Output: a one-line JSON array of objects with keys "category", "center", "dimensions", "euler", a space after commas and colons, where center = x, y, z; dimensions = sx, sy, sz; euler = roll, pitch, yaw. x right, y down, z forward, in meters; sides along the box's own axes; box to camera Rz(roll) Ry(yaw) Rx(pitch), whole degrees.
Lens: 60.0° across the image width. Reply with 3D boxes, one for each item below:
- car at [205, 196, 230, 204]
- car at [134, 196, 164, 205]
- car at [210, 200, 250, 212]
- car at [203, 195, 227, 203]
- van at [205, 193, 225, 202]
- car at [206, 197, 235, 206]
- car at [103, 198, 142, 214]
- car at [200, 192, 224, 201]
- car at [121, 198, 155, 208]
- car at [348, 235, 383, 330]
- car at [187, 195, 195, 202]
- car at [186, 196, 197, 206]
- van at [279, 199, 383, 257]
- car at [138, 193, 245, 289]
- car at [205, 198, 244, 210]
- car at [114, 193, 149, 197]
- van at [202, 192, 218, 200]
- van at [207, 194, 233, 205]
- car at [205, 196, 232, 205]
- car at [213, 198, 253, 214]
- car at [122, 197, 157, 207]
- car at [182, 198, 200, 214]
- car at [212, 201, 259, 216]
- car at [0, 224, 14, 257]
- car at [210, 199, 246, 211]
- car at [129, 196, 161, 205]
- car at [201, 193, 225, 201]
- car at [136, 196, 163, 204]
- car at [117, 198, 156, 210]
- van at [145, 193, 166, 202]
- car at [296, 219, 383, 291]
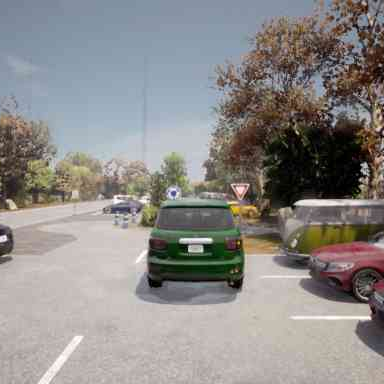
[{"category": "car", "center": [4.912, 1.523, 64.834], "dimensions": [4.792, 1.488, 2.163], "euler": [0, 0, 0]}, {"category": "car", "center": [-8.015, 1.515, 62.137], "dimensions": [5.366, 1.575, 1.946], "euler": [0, 1, 0]}, {"category": "car", "center": [4.820, 1.806, 42.682], "dimensions": [4.792, 1.488, 2.163], "euler": [0, 1, 0]}, {"category": "car", "center": [4.897, 1.457, 70.371], "dimensions": [5.008, 1.535, 2.097], "euler": [0, 0, 0]}, {"category": "van", "center": [5.012, 1.217, 73.139], "dimensions": [4.442, 1.987, 1.878], "euler": [0, 0, 0]}, {"category": "car", "center": [4.842, 1.616, 56.530], "dimensions": [4.792, 1.488, 2.163], "euler": [0, 1, 0]}, {"category": "car", "center": [-8.264, 1.843, 39.933], "dimensions": [4.792, 1.488, 2.163], "euler": [0, 1, 0]}, {"category": "car", "center": [4.881, 1.150, 81.449], "dimensions": [5.566, 2.045, 2.435], "euler": [0, 0, 0]}, {"category": "car", "center": [-8.211, 1.662, 51.036], "dimensions": [4.892, 1.521, 2.231], "euler": [0, 1, 0]}, {"category": "car", "center": [5.054, 1.509, 4.709], "dimensions": [4.674, 1.452, 2.002], "euler": [0, 0, 0]}, {"category": "car", "center": [-0.135, 1.437, 78.469], "dimensions": [1.837, 1.490, 4.892], "euler": [0, 0, 0]}, {"category": "car", "center": [-0.068, 1.560, 58.382], "dimensions": [1.882, 1.535, 5.008], "euler": [0, 1, 0]}, {"category": "van", "center": [4.937, 1.211, 10.166], "dimensions": [4.442, 1.987, 1.878], "euler": [-1, 0, 0]}, {"category": "car", "center": [0.091, 1.184, 9.233], "dimensions": [2.150, 2.045, 5.566], "euler": [0, 1, 0]}, {"category": "car", "center": [4.672, 1.697, 48.222], "dimensions": [5.366, 1.575, 1.946], "euler": [0, 1, 0]}, {"category": "car", "center": [-8.197, 1.486, 45.480], "dimensions": [5.566, 2.045, 2.435], "euler": [0, 1, 0]}, {"category": "van", "center": [5.042, 1.120, 92.656], "dimensions": [4.442, 1.987, 1.878], "euler": [0, 0, 0]}, {"category": "van", "center": [4.992, 1.324, 59.420], "dimensions": [4.442, 1.987, 1.878], "euler": [0, 1, 0]}, {"category": "car", "center": [4.908, 1.547, 62.194], "dimensions": [4.792, 1.488, 2.163], "euler": [0, 1, 0]}, {"category": "car", "center": [4.877, 1.687, 40.034], "dimensions": [4.553, 1.767, 2.185], "euler": [0, 1, 0]}, {"category": "car", "center": [-8.399, 1.620, 53.812], "dimensions": [5.366, 1.575, 1.946], "euler": [0, 1, 0]}, {"category": "car", "center": [-0.078, 1.664, 41.448], "dimensions": [2.097, 1.767, 4.553], "euler": [0, 1, 0]}, {"category": "car", "center": [4.836, 1.850, 37.265], "dimensions": [5.008, 1.535, 2.097], "euler": [0, 1, 0]}, {"category": "car", "center": [-8.045, 1.464, 10.115], "dimensions": [4.792, 1.488, 2.163], "euler": [0, 0, 0]}, {"category": "car", "center": [4.851, 1.778, 45.452], "dimensions": [4.674, 1.452, 2.002], "euler": [0, 1, 0]}, {"category": "car", "center": [-8.390, 1.545, 59.485], "dimensions": [5.366, 1.575, 1.946], "euler": [0, 1, 0]}, {"category": "car", "center": [4.876, 1.164, 78.679], "dimensions": [5.566, 2.045, 2.435], "euler": [0, 0, 0]}, {"category": "car", "center": [-8.202, 1.493, 64.904], "dimensions": [4.892, 1.521, 2.231], "euler": [0, 1, 0]}, {"category": "car", "center": [-8.036, 1.696, 48.260], "dimensions": [5.366, 1.575, 1.946], "euler": [0, 1, 0]}, {"category": "van", "center": [-8.067, 1.216, 73.232], "dimensions": [4.442, 1.987, 1.878], "euler": [0, 0, 0]}, {"category": "car", "center": [5.060, 1.491, 7.494], "dimensions": [4.674, 1.452, 2.002], "euler": [0, 0, 0]}]
